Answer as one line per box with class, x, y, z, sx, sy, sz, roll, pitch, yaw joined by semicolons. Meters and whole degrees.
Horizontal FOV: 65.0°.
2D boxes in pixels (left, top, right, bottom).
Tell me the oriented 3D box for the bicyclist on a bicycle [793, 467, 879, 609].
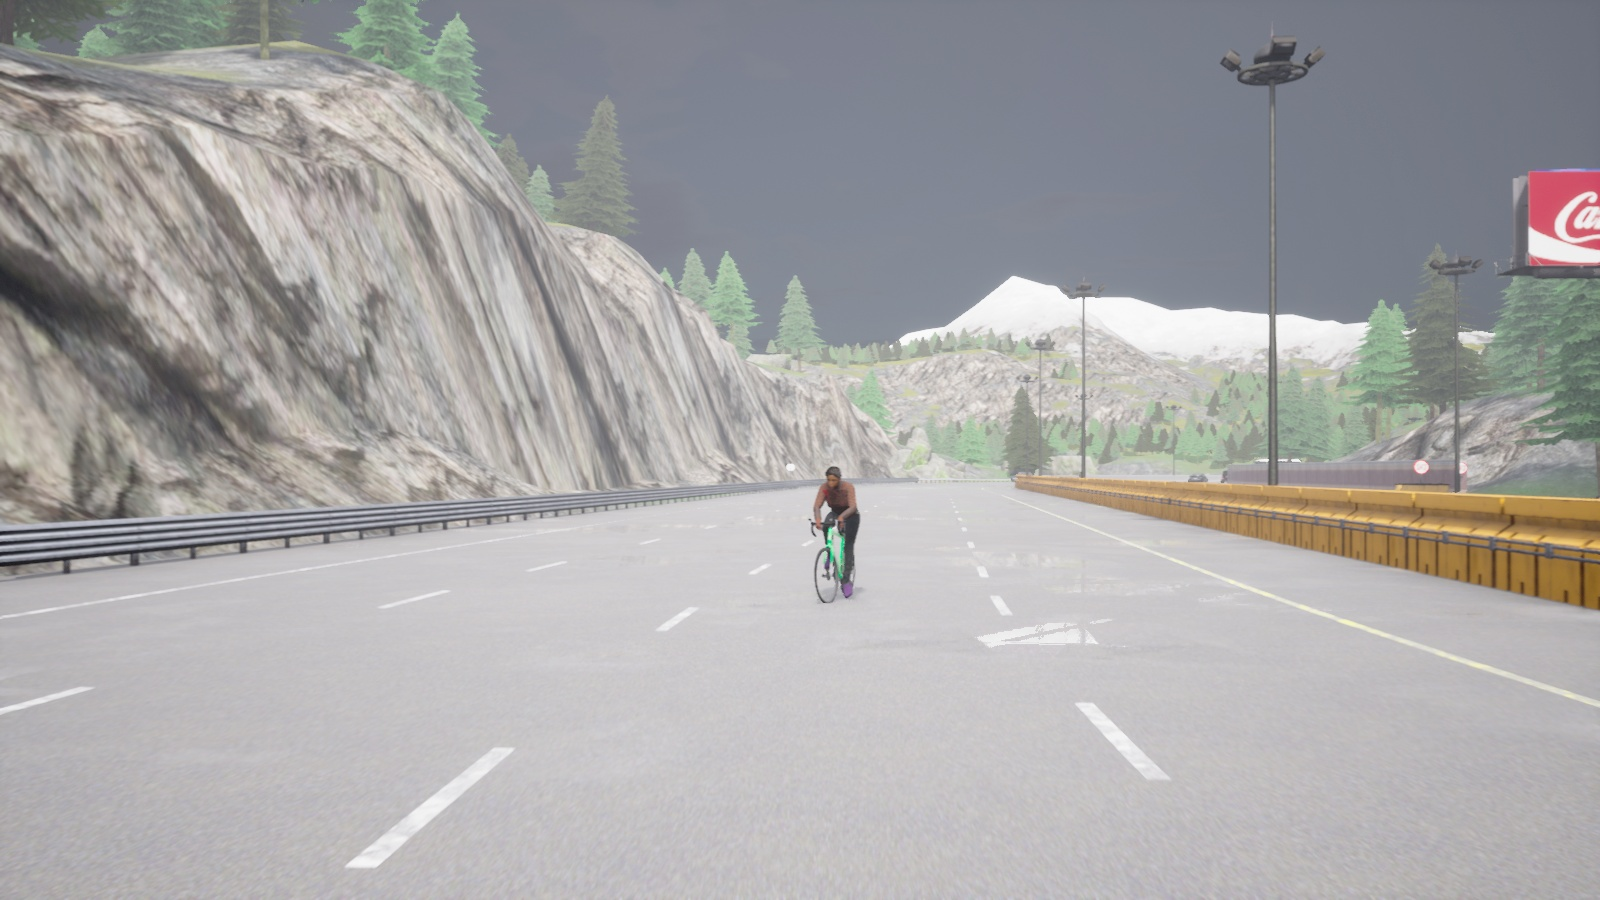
bicyclist on a bicycle;0.462;1.022;15.284;0.582;1.620;1.656;-1;-1;18
